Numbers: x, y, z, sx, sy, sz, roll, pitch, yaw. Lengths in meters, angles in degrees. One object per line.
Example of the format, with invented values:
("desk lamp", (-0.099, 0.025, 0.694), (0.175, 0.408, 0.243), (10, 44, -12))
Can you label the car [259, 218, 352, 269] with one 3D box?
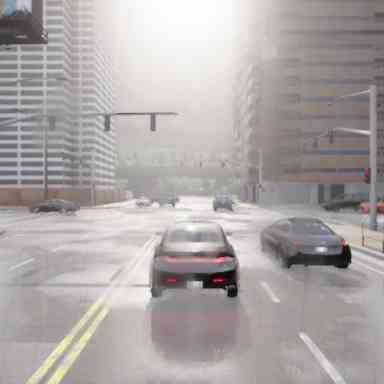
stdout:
("car", (3.563, 1.543, 11.148), (1.994, 1.385, 4.181), (0, 0, 0))

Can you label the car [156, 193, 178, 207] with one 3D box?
("car", (-3.657, 1.128, 50.064), (2.150, 2.045, 5.566), (0, 0, 0))

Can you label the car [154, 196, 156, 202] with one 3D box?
("car", (-7.127, 1.483, 64.841), (1.895, 1.301, 4.718), (0, 0, 0))

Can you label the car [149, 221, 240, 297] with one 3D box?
("car", (0.052, 1.476, 8.497), (2.128, 1.511, 4.902), (0, 0, 0))

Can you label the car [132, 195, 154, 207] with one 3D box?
("car", (-7.187, 1.436, 49.378), (1.812, 1.442, 4.674), (0, 0, 1))

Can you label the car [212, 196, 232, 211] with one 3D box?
("car", (3.539, 1.279, 39.844), (2.097, 1.767, 4.553), (0, 0, 0))

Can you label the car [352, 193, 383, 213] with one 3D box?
("car", (18.968, 1.292, 33.035), (4.553, 1.767, 2.097), (0, 0, 0))

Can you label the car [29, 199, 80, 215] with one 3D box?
("car", (-13.604, 1.431, 32.936), (4.902, 1.511, 2.128), (0, 0, 7))

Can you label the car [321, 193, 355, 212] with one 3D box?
("car", (17.142, 1.155, 36.555), (5.566, 2.045, 2.150), (0, 0, 0))
